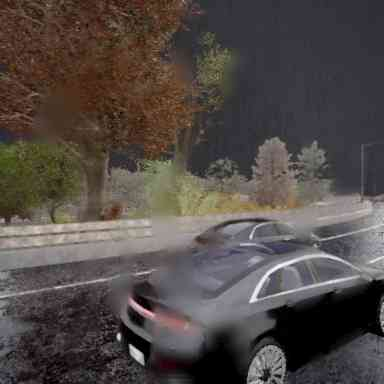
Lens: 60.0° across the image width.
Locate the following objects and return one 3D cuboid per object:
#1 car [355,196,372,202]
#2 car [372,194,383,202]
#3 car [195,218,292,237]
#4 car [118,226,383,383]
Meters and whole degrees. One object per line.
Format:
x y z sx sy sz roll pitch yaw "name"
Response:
39.751 1.635 78.526 1.882 1.535 5.008 0 0 5 "car"
43.220 1.700 78.062 1.994 1.385 4.181 0 0 5 "car"
2.139 1.557 10.149 4.892 1.490 1.837 0 0 -40 "car"
1.349 1.517 5.005 4.902 1.511 2.128 0 0 -37 "car"
